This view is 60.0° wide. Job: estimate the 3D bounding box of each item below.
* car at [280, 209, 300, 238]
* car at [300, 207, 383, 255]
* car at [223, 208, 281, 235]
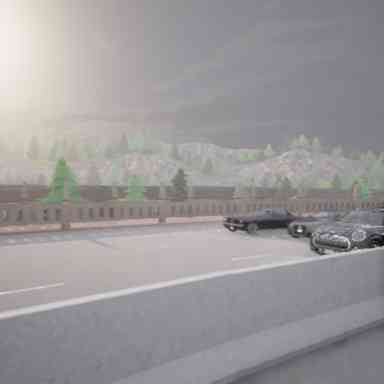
[{"bbox_3d":[6.641,1.552,15.897,4.181,1.385,1.994,0,0,-27],"label":"car"},{"bbox_3d":[6.382,1.344,11.789,4.553,1.767,2.097,0,0,-28],"label":"car"},{"bbox_3d":[4.073,1.585,18.548,4.718,1.301,1.895,0,0,-28],"label":"car"}]
